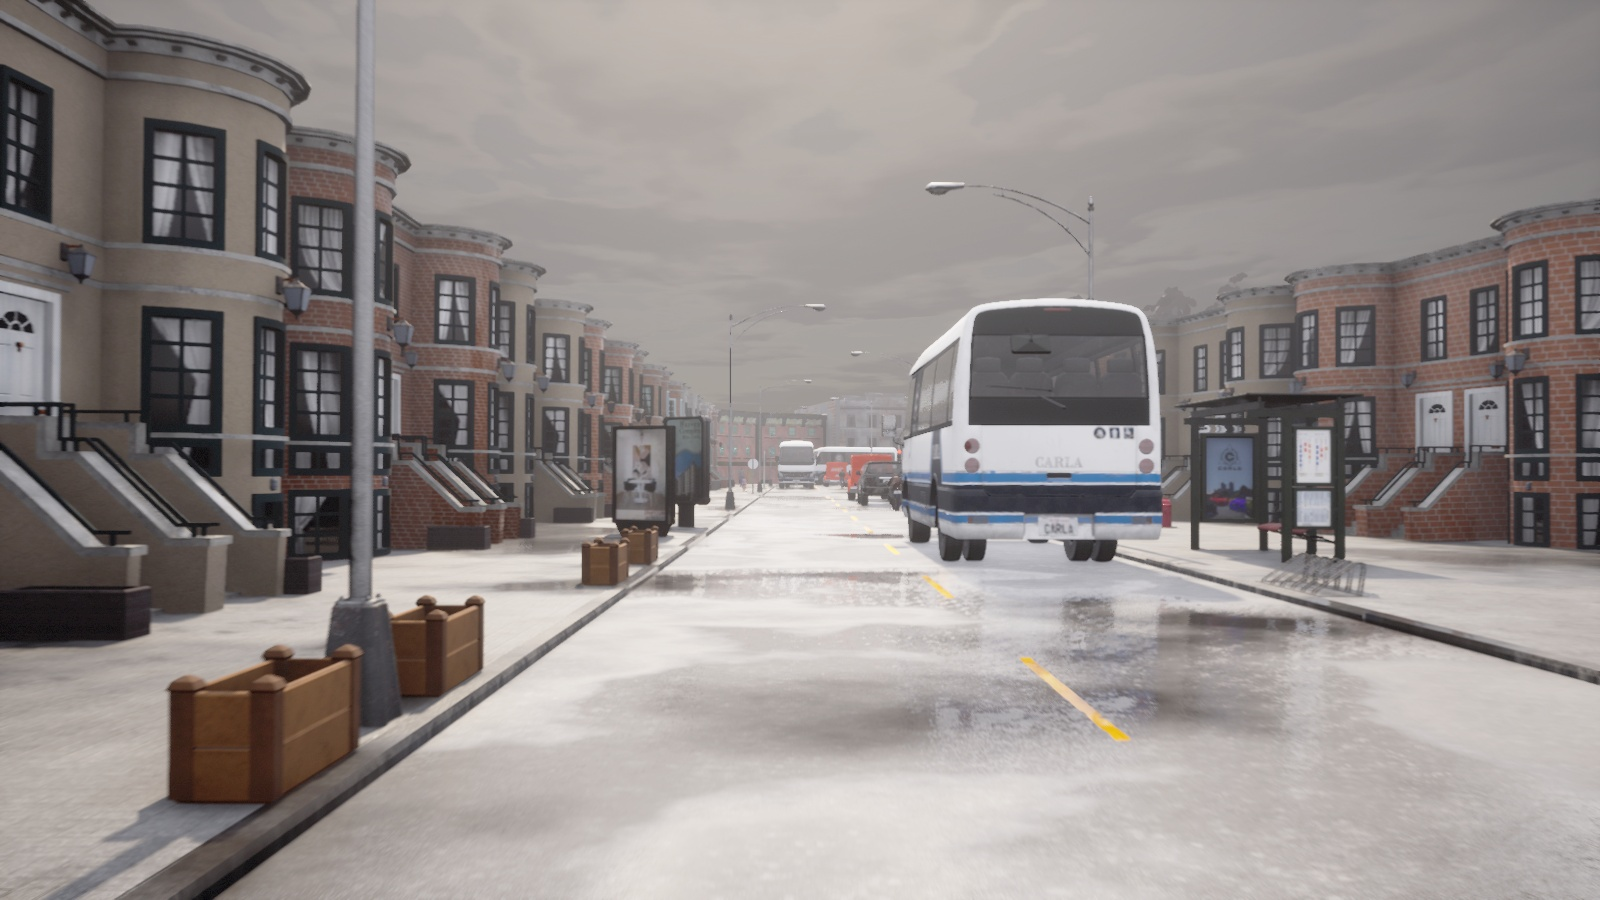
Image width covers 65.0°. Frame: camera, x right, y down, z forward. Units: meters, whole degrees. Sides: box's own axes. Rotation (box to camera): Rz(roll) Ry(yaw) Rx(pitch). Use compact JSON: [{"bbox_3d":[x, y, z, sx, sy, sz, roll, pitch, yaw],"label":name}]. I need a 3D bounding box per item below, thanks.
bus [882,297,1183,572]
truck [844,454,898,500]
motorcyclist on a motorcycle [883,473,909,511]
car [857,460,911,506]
[{"bbox_3d":[3.943,-0.165,24.644,3.944,4.253,10.273,0,-1,0],"label":"bus"},{"bbox_3d":[3.849,1.468,69.046,2.627,2.467,5.204,0,-1,0],"label":"truck"},{"bbox_3d":[3.893,1.687,50.945,0.866,1.530,2.191,0,-1,0],"label":"motorcyclist on a motorcycle"},{"bbox_3d":[3.875,1.505,58.933,2.150,2.045,5.566,0,-1,0],"label":"car"}]
